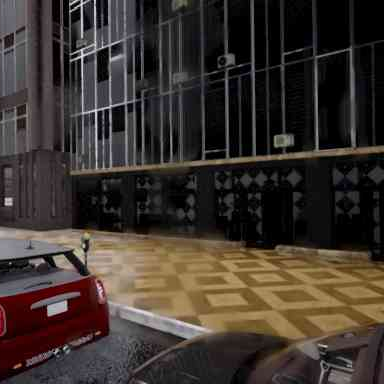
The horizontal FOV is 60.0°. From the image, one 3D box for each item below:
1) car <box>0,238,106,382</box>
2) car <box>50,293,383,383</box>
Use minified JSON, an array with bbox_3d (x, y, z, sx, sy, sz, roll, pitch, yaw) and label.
[{"bbox_3d":[-3.220,1.441,5.175,4.097,1.590,1.967,0,-1,35],"label":"car"},{"bbox_3d":[1.387,1.551,1.899,4.403,1.369,2.008,0,-1,35],"label":"car"}]
